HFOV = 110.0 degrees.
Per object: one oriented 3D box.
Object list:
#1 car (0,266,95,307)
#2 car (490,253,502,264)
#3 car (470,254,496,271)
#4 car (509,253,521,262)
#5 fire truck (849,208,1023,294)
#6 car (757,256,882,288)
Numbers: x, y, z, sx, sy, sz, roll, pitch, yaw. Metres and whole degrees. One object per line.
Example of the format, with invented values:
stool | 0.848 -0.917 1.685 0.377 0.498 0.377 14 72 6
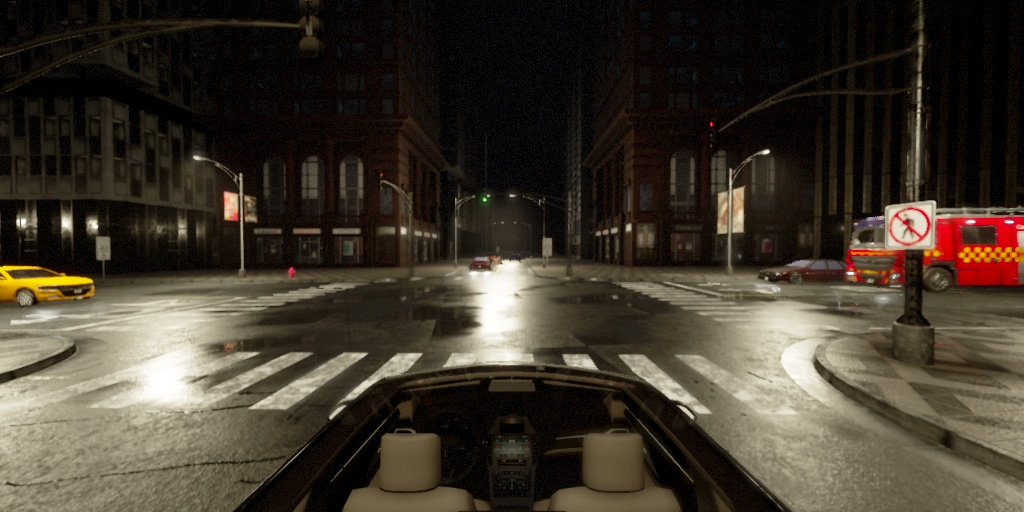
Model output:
car | -19.879 1.155 14.396 5.008 1.535 1.882 0 1 1
car | -2.650 0.292 53.546 2.097 1.767 4.553 0 1 1
car | -2.989 0.782 35.582 1.994 1.385 4.181 0 1 1
car | 0.560 0.274 62.992 1.882 1.535 5.008 0 1 1
fire truck | 21.376 -0.273 17.062 8.468 3.827 2.891 0 1 1
car | 17.244 0.881 20.492 5.357 1.411 2.033 0 1 1
